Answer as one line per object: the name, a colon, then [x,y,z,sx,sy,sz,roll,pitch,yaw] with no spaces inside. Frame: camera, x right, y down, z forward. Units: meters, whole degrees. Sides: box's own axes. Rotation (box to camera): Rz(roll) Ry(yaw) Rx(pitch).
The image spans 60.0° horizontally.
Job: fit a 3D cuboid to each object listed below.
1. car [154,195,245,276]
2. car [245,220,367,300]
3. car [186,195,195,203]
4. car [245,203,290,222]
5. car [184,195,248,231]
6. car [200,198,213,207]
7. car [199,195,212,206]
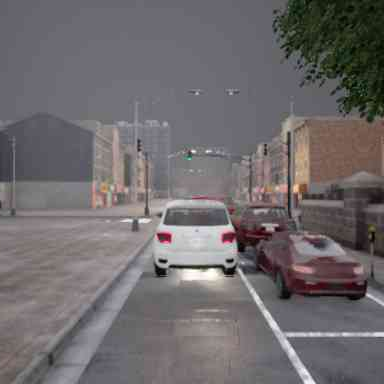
car: [0.053,1.241,10.535,2.150,2.045,5.566,0,0,-1]
car: [2.639,1.599,8.166,1.802,1.307,4.206,1,0,0]
car: [-0.359,1.628,80.223,2.097,1.767,4.553,0,0,0]
car: [2.616,1.342,13.615,2.192,1.841,5.009,1,0,0]
car: [1.793,1.266,22.606,2.150,2.045,5.566,-2,0,29]
car: [2.402,1.708,56.357,1.887,1.381,4.507,1,0,0]
car: [2.378,1.501,61.795,2.192,1.841,5.009,1,0,0]
